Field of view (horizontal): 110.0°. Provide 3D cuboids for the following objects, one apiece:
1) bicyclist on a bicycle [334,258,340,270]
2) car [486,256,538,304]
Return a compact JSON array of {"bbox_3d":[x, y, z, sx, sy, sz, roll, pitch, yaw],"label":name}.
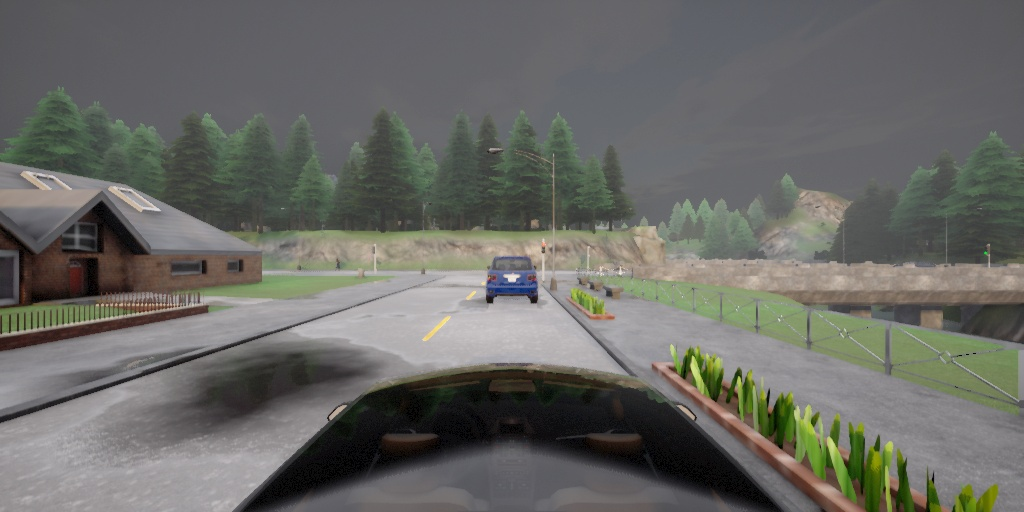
[{"bbox_3d":[-23.939,1.097,49.202,0.582,1.620,1.656,0,0,0],"label":"bicyclist on a bicycle"},{"bbox_3d":[0.000,1.007,16.530,2.150,2.045,5.566,0,0,0],"label":"car"}]
